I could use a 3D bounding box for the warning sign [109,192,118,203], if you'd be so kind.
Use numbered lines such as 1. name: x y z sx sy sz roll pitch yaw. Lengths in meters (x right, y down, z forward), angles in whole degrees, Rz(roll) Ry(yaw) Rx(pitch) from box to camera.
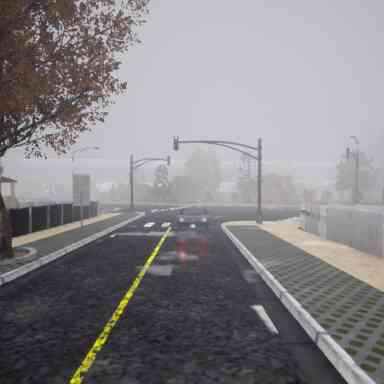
1. warning sign: -14.247 0.995 60.260 1.060 1.860 1.300 2 1 36

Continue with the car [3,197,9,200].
1. car: -37.155 1.665 65.327 5.008 1.535 1.882 -1 2 36

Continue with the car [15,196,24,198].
1. car: -32.988 1.777 66.323 4.181 1.385 1.994 -1 2 36

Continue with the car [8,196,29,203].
1. car: -38.963 1.610 74.675 4.902 1.511 2.128 -1 2 36

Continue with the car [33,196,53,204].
1. car: -30.859 1.658 68.791 4.181 1.385 1.994 -1 2 36

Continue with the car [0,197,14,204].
1. car: -40.871 1.734 72.047 5.357 1.411 2.033 -1 2 36

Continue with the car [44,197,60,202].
1. car: -23.846 1.834 55.576 4.718 1.301 1.895 -1 2 36

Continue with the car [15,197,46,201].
1. car: -25.844 1.945 53.002 4.718 1.301 1.895 0 2 36

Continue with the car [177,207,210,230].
1. car: 0.120 1.596 20.842 1.895 1.301 4.718 0 0 1
